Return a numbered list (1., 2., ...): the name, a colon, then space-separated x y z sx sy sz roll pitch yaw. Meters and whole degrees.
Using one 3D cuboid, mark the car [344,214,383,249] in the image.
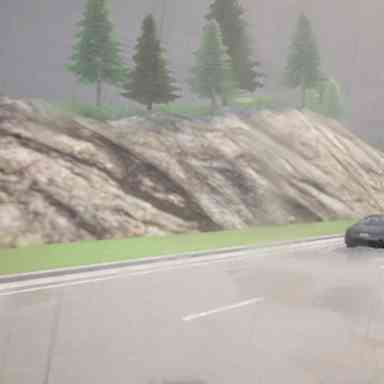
1. car: 8.252 1.632 13.942 4.181 1.385 1.994 0 0 -36
